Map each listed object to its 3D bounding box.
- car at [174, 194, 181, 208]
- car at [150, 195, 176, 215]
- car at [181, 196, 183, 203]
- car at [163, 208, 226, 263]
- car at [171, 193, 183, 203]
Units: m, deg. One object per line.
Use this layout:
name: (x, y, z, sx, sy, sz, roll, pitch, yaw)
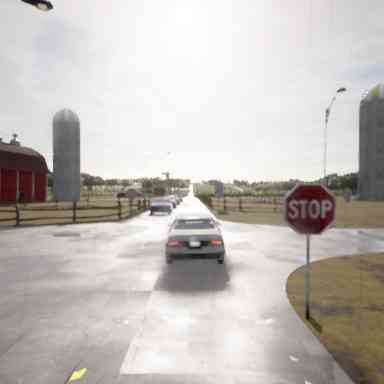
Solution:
car: (-2.850, 1.257, 41.265, 2.128, 1.511, 4.902, 0, 0, 0)
car: (-2.855, 1.285, 31.774, 1.882, 1.535, 5.008, 0, 0, 0)
car: (-2.835, 1.240, 51.412, 2.128, 1.511, 4.902, 0, 0, 0)
car: (0.084, 1.472, 11.532, 2.033, 1.411, 5.357, -1, 0, 0)
car: (-2.777, 1.120, 61.818, 2.097, 1.767, 4.553, 0, 0, 0)
